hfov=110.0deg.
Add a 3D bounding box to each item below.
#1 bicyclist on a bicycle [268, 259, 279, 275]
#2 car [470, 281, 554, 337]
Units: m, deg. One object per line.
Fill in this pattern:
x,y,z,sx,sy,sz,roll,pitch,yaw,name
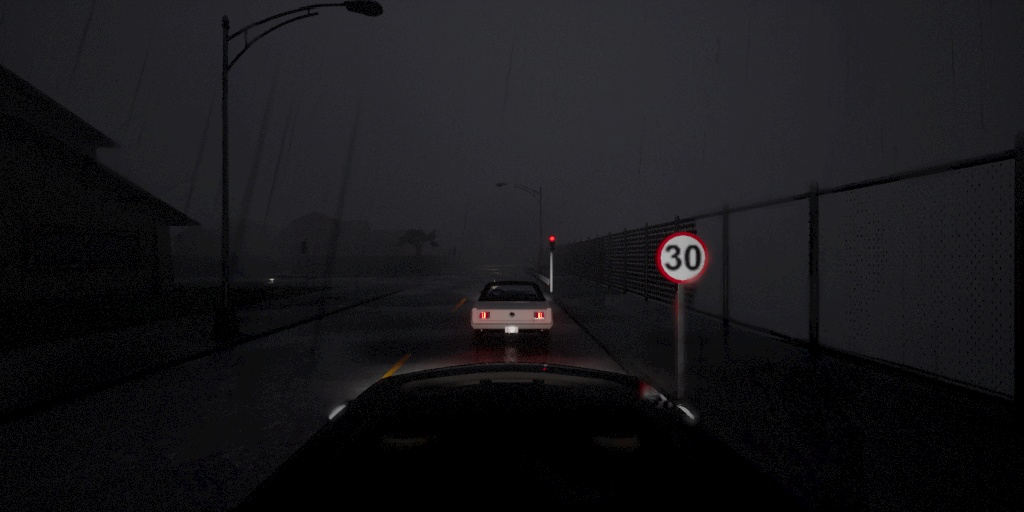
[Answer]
-24.318,1.099,36.521,0.582,1.620,1.656,0,0,0,bicyclist on a bicycle
-0.001,1.351,10.210,1.895,1.301,4.718,0,0,0,car
